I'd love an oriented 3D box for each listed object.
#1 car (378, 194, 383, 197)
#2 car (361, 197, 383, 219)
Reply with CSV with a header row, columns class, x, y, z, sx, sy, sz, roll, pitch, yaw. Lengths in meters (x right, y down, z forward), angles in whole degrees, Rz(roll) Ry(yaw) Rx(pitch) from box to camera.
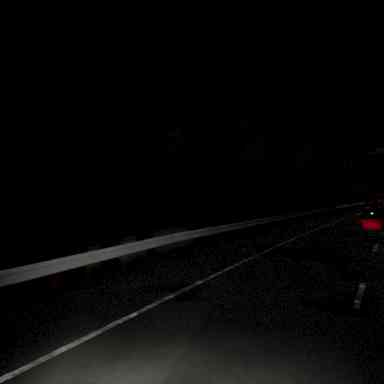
class,x,y,z,sx,sy,sz,roll,pitch,yaw
car,22.398,1.221,37.927,2.150,2.045,5.566,0,0,36
car,16.278,1.505,29.431,1.837,1.490,4.892,0,0,35
